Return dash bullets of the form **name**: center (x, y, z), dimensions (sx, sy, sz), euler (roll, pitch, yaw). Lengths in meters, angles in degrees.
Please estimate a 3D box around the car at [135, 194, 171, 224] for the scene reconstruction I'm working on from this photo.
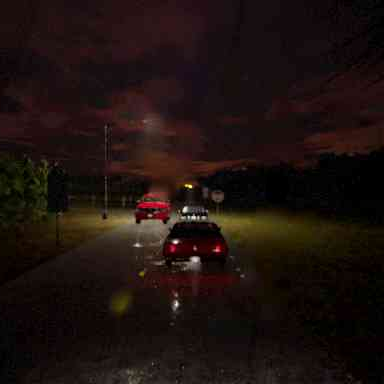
- **car**: center (-2.762, 1.180, 24.600), dimensions (2.150, 2.045, 5.566), euler (0, 0, 0)

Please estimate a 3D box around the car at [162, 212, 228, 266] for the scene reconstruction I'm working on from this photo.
- **car**: center (0.095, 1.602, 11.563), dimensions (1.895, 1.301, 4.718), euler (0, 0, 0)

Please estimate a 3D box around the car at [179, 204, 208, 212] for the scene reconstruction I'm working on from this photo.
- **car**: center (0.090, 1.514, 21.622), dimensions (2.033, 1.411, 5.357), euler (0, 0, 0)
